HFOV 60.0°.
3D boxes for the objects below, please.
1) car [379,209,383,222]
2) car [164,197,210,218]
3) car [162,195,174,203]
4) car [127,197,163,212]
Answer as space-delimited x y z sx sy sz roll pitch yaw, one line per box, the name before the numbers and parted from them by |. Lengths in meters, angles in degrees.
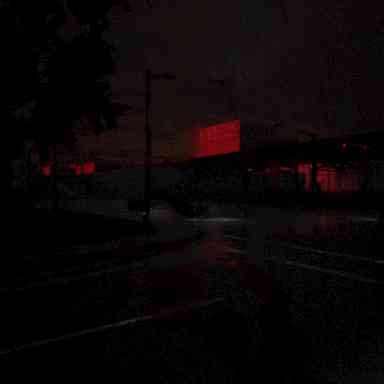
car | 15.691 1.490 23.780 1.882 1.535 5.008 1 0 -9
car | -0.321 1.488 30.554 1.882 1.535 5.008 0 0 -34
car | -4.756 1.374 62.591 2.097 1.767 4.553 0 0 -34
car | -5.839 1.560 38.839 2.033 1.411 5.357 0 0 -33
